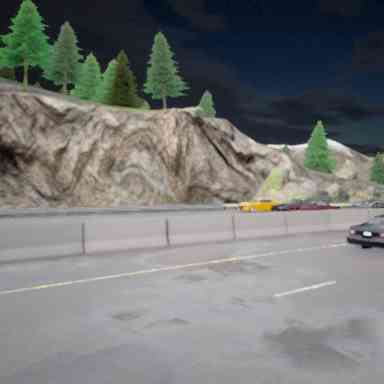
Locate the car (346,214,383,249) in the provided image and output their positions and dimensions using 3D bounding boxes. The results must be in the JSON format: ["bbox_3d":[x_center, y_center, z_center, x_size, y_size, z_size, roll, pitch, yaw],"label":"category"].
[{"bbox_3d":[8.380,1.526,12.964,5.357,1.411,2.033,0,0,-29],"label":"car"}]

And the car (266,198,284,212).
[{"bbox_3d":[10.592,1.482,33.945,5.357,1.411,2.033,0,0,-25],"label":"car"}]

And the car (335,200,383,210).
[{"bbox_3d":[15.038,1.442,28.239,4.902,1.511,2.128,0,0,-24],"label":"car"}]

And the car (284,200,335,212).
[{"bbox_3d":[11.078,1.544,30.291,4.718,1.301,1.895,0,0,-25],"label":"car"}]

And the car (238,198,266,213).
[{"bbox_3d":[7.332,1.404,36.221,5.008,1.535,1.882,0,0,-25],"label":"car"}]
